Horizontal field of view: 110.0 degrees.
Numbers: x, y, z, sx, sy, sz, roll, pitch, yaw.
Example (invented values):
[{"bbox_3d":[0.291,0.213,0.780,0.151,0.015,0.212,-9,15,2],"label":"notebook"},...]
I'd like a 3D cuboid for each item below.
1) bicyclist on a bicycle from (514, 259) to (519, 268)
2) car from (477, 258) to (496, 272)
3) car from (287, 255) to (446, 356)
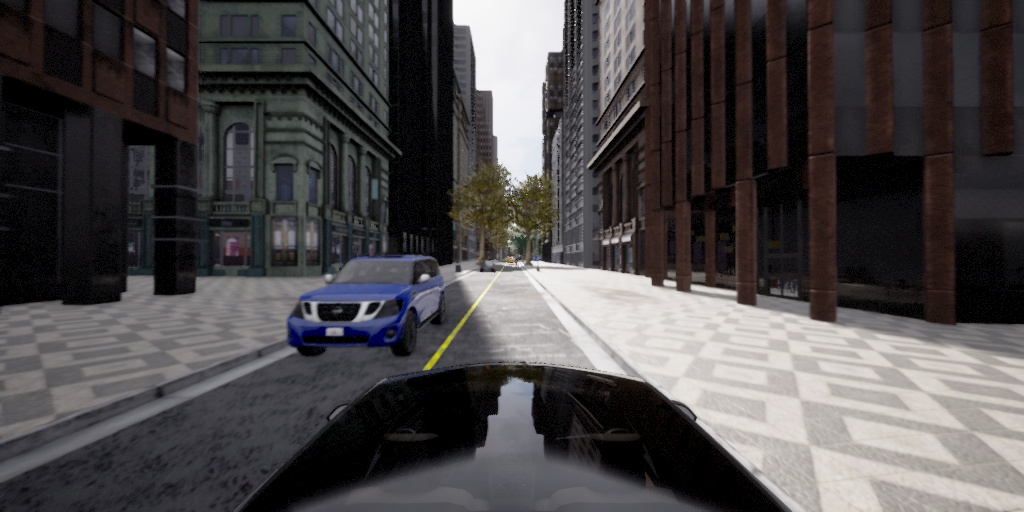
[{"bbox_3d":[0.805,1.259,61.396,0.582,1.620,1.656,0,0,0],"label":"bicyclist on a bicycle"},{"bbox_3d":[-3.099,1.314,46.252,1.812,1.442,4.674,0,0,0],"label":"car"},{"bbox_3d":[-3.095,0.979,9.021,2.150,2.045,5.566,0,0,0],"label":"car"}]
